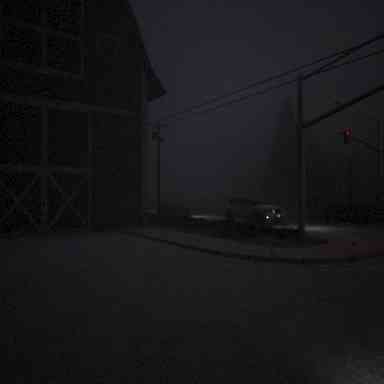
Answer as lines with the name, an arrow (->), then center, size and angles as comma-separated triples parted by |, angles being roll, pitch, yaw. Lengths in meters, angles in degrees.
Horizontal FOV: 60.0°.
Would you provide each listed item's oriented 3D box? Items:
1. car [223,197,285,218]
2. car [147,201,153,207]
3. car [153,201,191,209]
car -> 4.772, 1.394, 26.533 | 2.150, 2.045, 5.566 | 0, 0, -34
car -> -6.682, 1.915, 49.595 | 1.895, 1.301, 4.718 | 0, 0, -34
car -> -2.015, 1.713, 36.432 | 1.882, 1.535, 5.008 | 0, -1, -34
